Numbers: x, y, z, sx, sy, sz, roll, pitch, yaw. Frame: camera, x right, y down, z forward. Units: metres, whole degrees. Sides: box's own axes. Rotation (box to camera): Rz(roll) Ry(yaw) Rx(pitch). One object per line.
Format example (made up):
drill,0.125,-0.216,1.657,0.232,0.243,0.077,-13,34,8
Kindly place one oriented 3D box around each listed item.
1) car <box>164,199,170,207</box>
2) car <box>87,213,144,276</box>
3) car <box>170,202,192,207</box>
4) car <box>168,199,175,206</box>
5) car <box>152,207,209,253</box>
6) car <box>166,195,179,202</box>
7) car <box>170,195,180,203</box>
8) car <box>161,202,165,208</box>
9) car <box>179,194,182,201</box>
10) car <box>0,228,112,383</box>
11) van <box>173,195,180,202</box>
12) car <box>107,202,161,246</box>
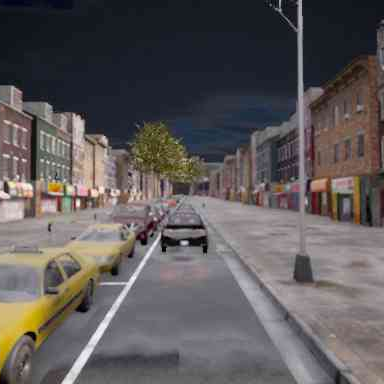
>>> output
car,-3.181,1.688,27.588,1.967,1.590,4.097,1,0,-1
car,-2.868,1.634,10.812,1.752,1.417,4.829,1,-1,-1
car,-0.590,1.818,29.297,1.994,1.385,4.181,0,0,-1
car,-3.391,1.867,38.659,2.008,1.369,4.403,1,0,-1
car,-0.307,1.627,14.313,2.128,1.511,4.902,0,0,-1
car,-3.914,1.745,59.450,2.097,1.767,4.553,0,0,-1
car,-4.217,1.769,82.939,2.192,1.841,5.009,2,0,-1
car,-3.077,1.646,22.053,1.967,1.590,4.097,1,0,-1
car,-4.113,1.754,77.405,2.192,1.841,5.009,2,0,-1
car,-2.764,1.582,5.278,1.752,1.417,4.829,1,-1,-1
van,-4.426,1.824,94.007,1.690,1.788,3.998,2,0,-1
car,-2.971,1.475,16.518,2.192,1.841,5.009,1,-1,-1
